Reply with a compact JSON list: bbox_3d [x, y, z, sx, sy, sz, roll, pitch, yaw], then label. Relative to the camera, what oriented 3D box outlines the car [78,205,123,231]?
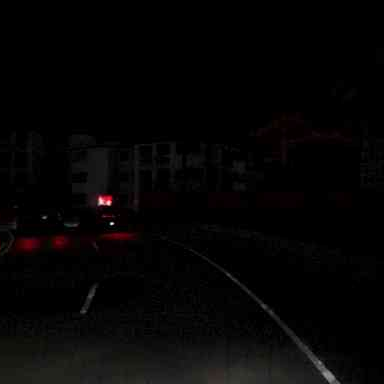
[{"bbox_3d":[-5.949,1.606,21.395,1.837,1.490,4.892,1,-1,-32],"label":"car"}]

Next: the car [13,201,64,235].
[{"bbox_3d":[-9.251,1.449,20.060,2.097,1.767,4.553,0,0,-33],"label":"car"}]

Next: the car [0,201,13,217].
[{"bbox_3d":[-18.377,1.650,32.975,4.902,1.511,2.128,0,0,30],"label":"car"}]

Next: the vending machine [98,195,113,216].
[{"bbox_3d":[-8.693,1.355,33.495,0.880,2.100,1.100,0,0,41],"label":"vending machine"}]
